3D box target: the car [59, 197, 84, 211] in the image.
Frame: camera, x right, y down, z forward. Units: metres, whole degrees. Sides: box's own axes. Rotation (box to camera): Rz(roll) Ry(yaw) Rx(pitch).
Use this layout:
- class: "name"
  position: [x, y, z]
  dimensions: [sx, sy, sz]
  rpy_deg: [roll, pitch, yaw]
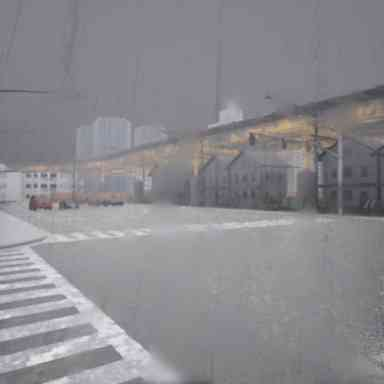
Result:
- class: "car"
  position: [-16.957, 1.735, 45.850]
  dimensions: [2.128, 1.511, 4.902]
  rpy_deg: [0, 0, -34]

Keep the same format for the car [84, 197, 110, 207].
- class: "car"
  position: [-16.439, 1.646, 57.618]
  dimensions: [2.097, 1.767, 4.553]
  rpy_deg: [0, 0, -36]

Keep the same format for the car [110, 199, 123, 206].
- class: "car"
  position: [-14.065, 1.865, 60.283]
  dimensions: [1.994, 1.385, 4.181]
  rpy_deg: [0, 0, -37]

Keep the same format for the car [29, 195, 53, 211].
- class: "car"
  position: [-20.262, 1.465, 44.496]
  dimensions: [2.150, 2.045, 5.566]
  rpy_deg: [0, 0, -34]

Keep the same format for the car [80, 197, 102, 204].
- class: "car"
  position: [-20.627, 1.739, 67.830]
  dimensions: [4.674, 1.442, 1.812]
  rpy_deg: [0, 0, 39]

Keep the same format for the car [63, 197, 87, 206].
- class: "car"
  position: [-22.961, 1.818, 65.222]
  dimensions: [4.902, 1.511, 2.128]
  rpy_deg: [0, 0, 39]
